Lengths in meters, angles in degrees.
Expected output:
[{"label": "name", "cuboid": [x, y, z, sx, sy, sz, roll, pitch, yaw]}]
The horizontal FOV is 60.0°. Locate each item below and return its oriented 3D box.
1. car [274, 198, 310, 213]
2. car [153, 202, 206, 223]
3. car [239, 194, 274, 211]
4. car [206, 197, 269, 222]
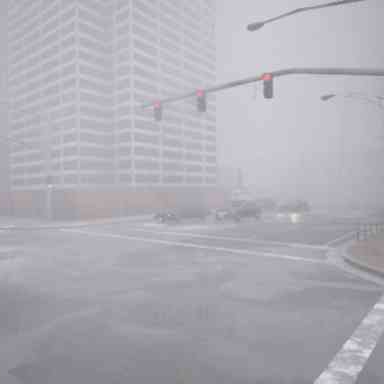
[{"label": "car", "cuboid": [10.427, 1.321, 33.754, 1.812, 1.442, 4.674, -1, 0, 39]}, {"label": "car", "cuboid": [-0.579, 1.518, 25.755, 2.033, 1.411, 5.357, -1, 0, 39]}, {"label": "car", "cuboid": [7.298, 1.344, 35.465, 1.837, 1.490, 4.892, -1, 0, 39]}, {"label": "car", "cuboid": [3.609, 1.400, 25.363, 2.128, 1.511, 4.902, -1, 0, 39]}]
